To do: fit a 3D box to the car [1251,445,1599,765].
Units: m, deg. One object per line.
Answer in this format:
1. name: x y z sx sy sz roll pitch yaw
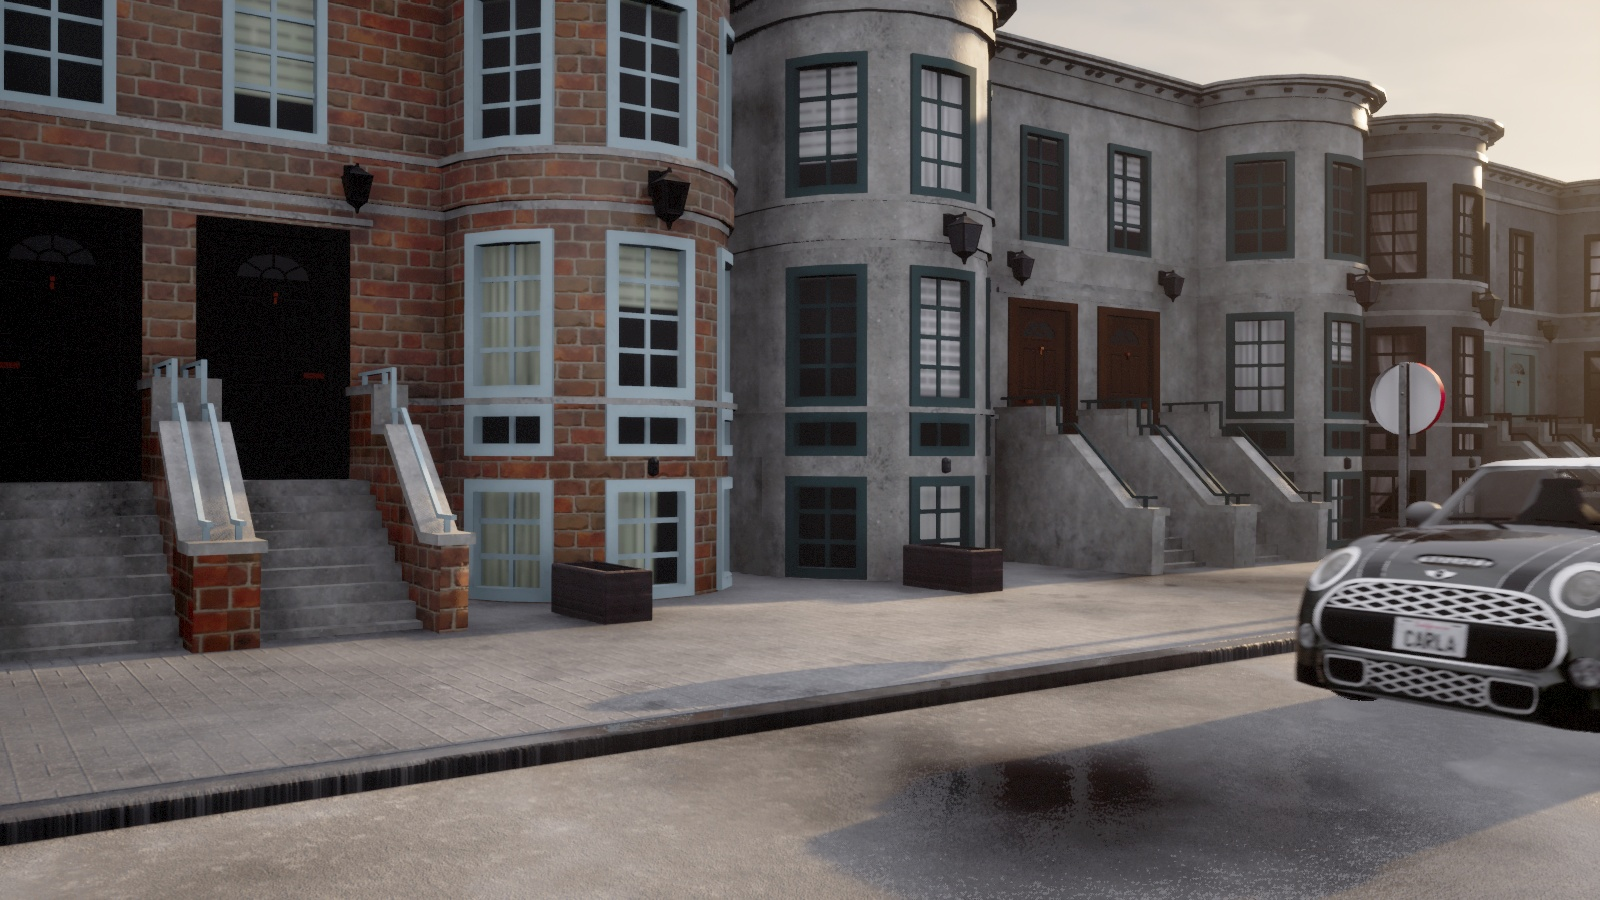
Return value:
1. car: 4.760 0.719 7.604 3.806 1.475 1.970 0 0 -35
